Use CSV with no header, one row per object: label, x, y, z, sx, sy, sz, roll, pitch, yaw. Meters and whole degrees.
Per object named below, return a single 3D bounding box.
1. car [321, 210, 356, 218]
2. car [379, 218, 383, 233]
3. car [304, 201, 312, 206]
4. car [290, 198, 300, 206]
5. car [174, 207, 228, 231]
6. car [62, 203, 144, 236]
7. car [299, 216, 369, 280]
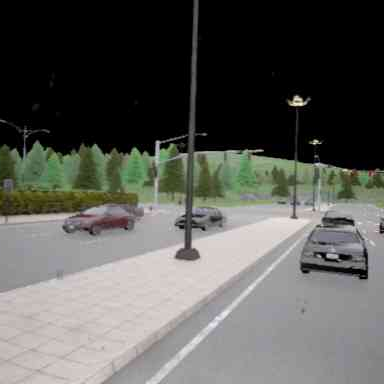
car,9.482,1.920,21.628,1.882,1.535,5.008,2,0,25
car,12.983,2.081,20.868,1.812,1.442,4.674,2,0,25
car,31.547,3.124,90.260,1.994,1.385,4.181,2,0,24
car,28.213,2.695,91.359,2.150,2.045,5.566,2,0,24
car,0.785,1.700,22.030,2.033,1.411,5.357,2,0,25
car,-4.844,1.466,18.100,1.812,1.442,4.674,2,0,24
car,4.690,1.767,10.914,2.033,1.411,5.357,2,0,25
